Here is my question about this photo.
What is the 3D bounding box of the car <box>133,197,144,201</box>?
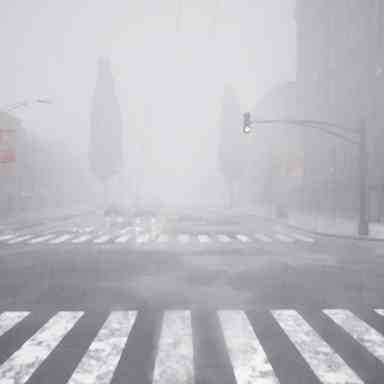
[{"bbox_3d":[-9.066,1.755,57.696,2.097,1.767,4.553,0,0,-3],"label":"car"}]

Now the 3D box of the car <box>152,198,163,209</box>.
[{"bbox_3d":[-5.464,1.703,50.504,2.097,1.767,4.553,0,0,-3],"label":"car"}]

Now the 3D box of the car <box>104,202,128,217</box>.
[{"bbox_3d":[-7.871,1.786,34.910,2.033,1.411,5.357,0,0,-3],"label":"car"}]

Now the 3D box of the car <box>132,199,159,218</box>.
[{"bbox_3d":[-4.511,1.751,33.049,1.812,1.442,4.674,0,-1,-3],"label":"car"}]
